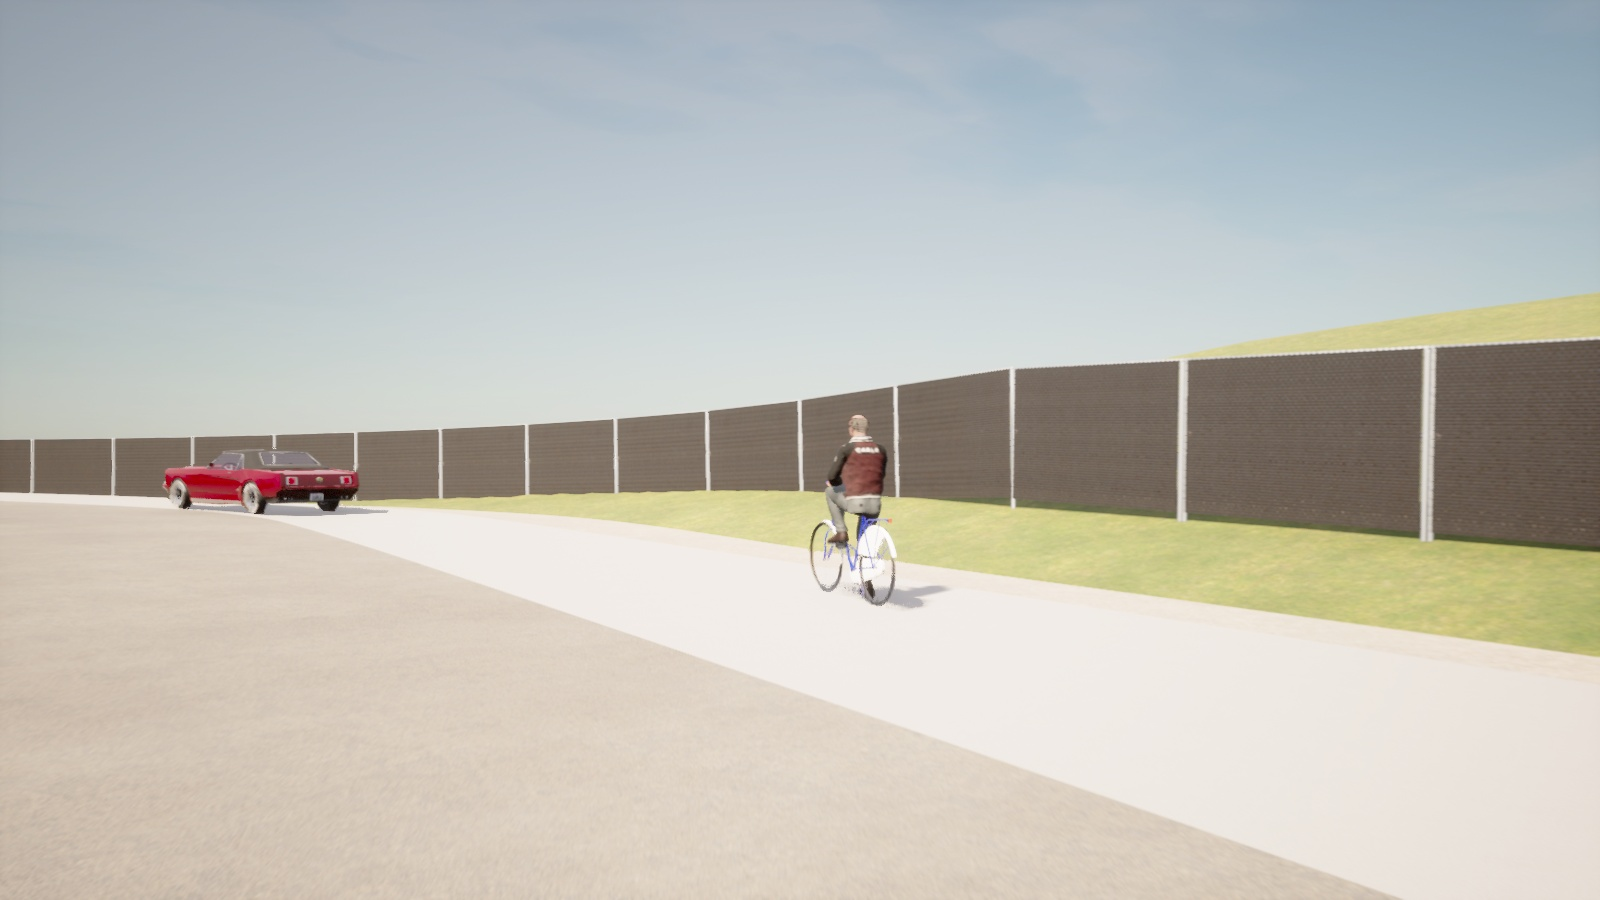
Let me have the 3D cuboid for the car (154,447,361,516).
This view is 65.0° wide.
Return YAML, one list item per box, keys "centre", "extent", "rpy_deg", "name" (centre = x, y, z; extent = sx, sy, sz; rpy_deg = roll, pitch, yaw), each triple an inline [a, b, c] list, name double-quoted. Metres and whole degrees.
- centre: [-11.467, 0.613, 26.420]
  extent: [4.718, 1.301, 1.895]
  rpy_deg: [1, 0, 37]
  name: "car"

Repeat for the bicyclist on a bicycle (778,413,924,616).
- centre: [0.446, 0.553, 11.975]
  extent: [0.659, 1.776, 1.843]
  rpy_deg: [0, 1, -23]
  name: "bicyclist on a bicycle"
